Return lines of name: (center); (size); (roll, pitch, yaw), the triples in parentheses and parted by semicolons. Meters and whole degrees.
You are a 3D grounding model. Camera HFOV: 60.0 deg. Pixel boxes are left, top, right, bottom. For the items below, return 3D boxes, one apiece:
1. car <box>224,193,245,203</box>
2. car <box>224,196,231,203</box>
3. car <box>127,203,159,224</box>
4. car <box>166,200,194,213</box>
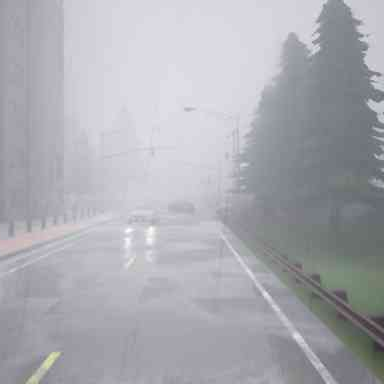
car: (8.408, 1.155, 65.838); (3.866, 1.878, 1.905); (0, 0, -1)
car: (8.824, 1.152, 63.328); (4.605, 1.855, 1.932); (0, 0, -1)
car: (-3.509, 1.572, 24.570); (1.812, 1.442, 4.674); (0, 0, 0)
car: (-1.325, 1.557, 36.873); (1.994, 1.385, 4.181); (0, 0, -23)
